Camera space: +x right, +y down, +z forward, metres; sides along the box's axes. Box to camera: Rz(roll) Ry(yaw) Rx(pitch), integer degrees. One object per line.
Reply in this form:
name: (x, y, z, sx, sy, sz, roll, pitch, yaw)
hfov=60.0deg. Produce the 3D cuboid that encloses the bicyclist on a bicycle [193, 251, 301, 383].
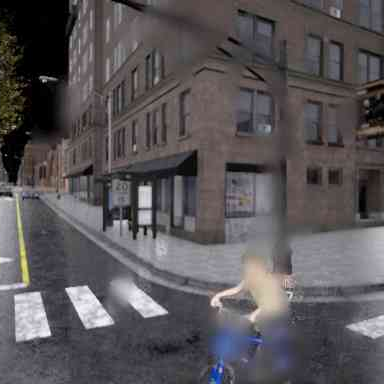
bicyclist on a bicycle: (0.643, 1.473, 3.701, 1.509, 1.612, 0.866, 0, -3, -29)

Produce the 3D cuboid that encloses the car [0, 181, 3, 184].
car: (-41.480, -1.373, 69.799, 2.192, 1.841, 5.009, 2, 1, -28)

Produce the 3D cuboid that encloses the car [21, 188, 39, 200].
car: (-19.734, 0.198, 40.608, 2.033, 1.411, 5.357, 0, 3, -28)

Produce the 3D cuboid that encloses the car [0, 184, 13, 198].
car: (-24.110, 0.008, 42.868, 1.895, 1.301, 4.718, 0, 3, -28)
